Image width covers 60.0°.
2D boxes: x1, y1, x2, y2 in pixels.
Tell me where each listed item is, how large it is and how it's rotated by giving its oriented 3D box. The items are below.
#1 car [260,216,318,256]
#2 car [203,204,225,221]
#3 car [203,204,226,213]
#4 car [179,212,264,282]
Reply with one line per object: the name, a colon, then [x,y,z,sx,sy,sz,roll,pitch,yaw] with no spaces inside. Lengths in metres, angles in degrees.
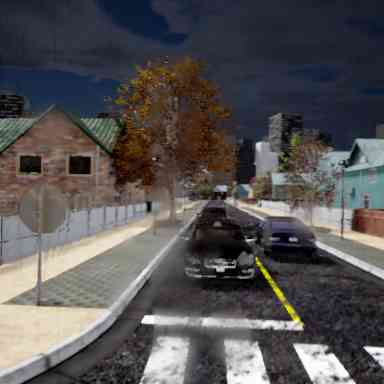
car: [3.741,1.727,13.996,2.033,1.411,5.357,1,-1,5]
car: [2.159,1.895,32.217,1.994,1.385,4.181,1,-1,5]
car: [1.380,1.703,20.539,1.837,1.490,4.892,1,-1,4]
car: [0.755,1.587,10.122,1.837,1.490,4.892,1,-1,2]
